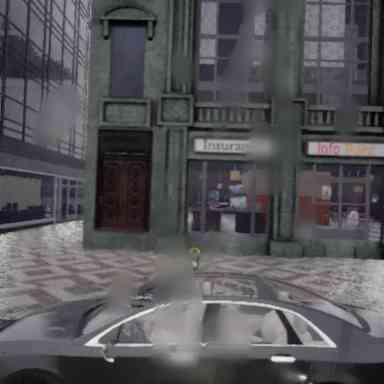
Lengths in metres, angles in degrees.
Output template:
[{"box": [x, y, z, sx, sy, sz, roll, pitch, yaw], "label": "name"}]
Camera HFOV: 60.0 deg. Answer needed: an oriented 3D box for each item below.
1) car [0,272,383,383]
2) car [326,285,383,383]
[{"box": [-0.034, 1.626, 3.684, 4.403, 1.369, 2.008, 2, -1, 2], "label": "car"}, {"box": [3.739, 1.613, 1.719, 5.366, 1.575, 1.801, 2, -1, 2], "label": "car"}]
